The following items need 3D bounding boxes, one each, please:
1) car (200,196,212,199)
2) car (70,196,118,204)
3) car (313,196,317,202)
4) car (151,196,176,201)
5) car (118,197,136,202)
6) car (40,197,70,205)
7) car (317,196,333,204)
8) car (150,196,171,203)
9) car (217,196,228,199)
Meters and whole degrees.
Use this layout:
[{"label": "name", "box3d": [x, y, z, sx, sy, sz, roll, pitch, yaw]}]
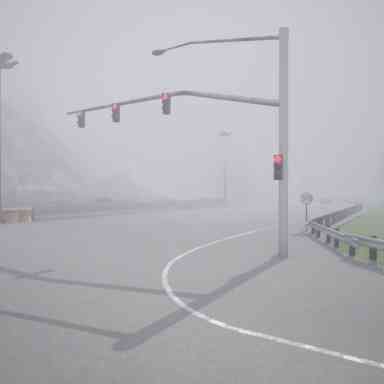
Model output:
[{"label": "car", "box3d": [2.476, 1.504, 61.499, 1.994, 1.385, 4.181, 0, 0, 24]}, {"label": "car", "box3d": [-11.165, 1.289, 38.268, 2.097, 1.767, 4.553, 0, 0, 32]}, {"label": "car", "box3d": [28.111, 1.519, 72.920, 2.033, 1.411, 5.357, 0, 0, 7]}, {"label": "car", "box3d": [-3.690, 1.540, 50.150, 1.895, 1.301, 4.718, 0, 0, 31]}, {"label": "car", "box3d": [-11.754, 1.517, 57.035, 1.895, 1.301, 4.718, 0, 0, 31]}, {"label": "car", "box3d": [-18.659, 1.439, 46.035, 1.812, 1.442, 4.674, 0, 0, 32]}, {"label": "car", "box3d": [25.561, 1.548, 63.331, 1.994, 1.385, 4.181, 0, 0, 16]}, {"label": "car", "box3d": [-6.274, 1.465, 67.306, 2.033, 1.411, 5.357, 0, 0, 23]}, {"label": "car", "box3d": [6.879, 1.526, 74.017, 1.895, 1.301, 4.718, 0, 0, 14]}]
